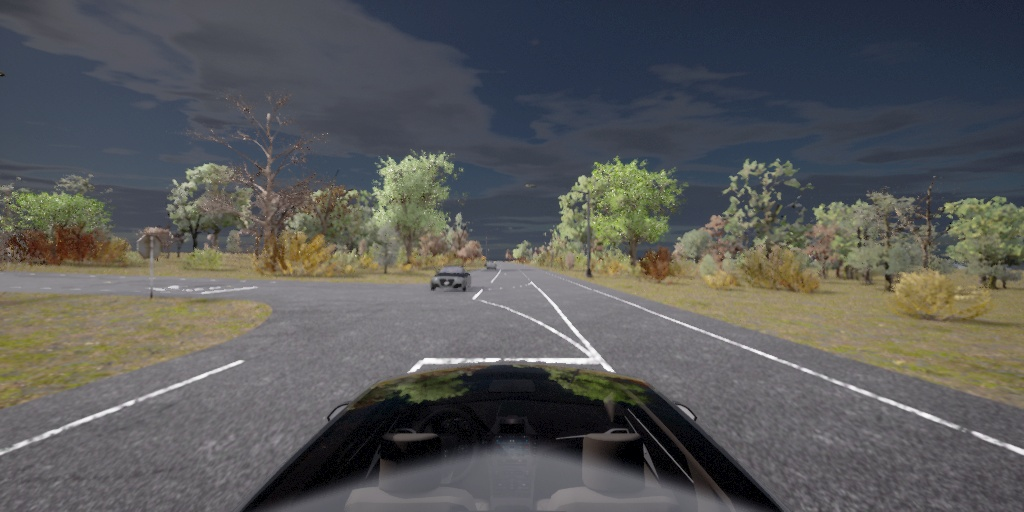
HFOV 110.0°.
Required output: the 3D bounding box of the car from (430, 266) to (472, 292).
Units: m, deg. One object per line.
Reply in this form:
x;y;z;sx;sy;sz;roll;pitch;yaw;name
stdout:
-3.508;1.291;21.281;1.994;1.385;4.181;1;-1;0;car
